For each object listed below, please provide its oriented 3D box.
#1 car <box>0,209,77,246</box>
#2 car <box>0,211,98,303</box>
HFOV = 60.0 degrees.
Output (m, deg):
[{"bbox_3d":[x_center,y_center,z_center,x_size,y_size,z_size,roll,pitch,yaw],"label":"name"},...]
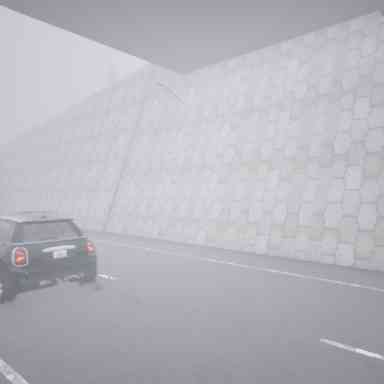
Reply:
[{"bbox_3d":[-7.645,1.586,16.067,4.718,1.301,1.895,0,0,42],"label":"car"},{"bbox_3d":[-4.403,1.344,8.501,4.553,1.767,2.097,0,0,42],"label":"car"}]
